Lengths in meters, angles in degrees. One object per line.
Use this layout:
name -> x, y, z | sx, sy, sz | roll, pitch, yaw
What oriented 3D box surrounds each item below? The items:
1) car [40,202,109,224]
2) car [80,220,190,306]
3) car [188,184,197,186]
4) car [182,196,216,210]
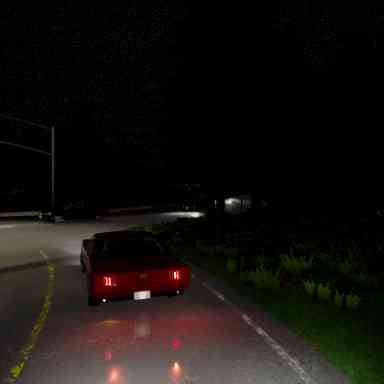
car -> -8.680, 1.492, 24.842 | 4.902, 1.511, 2.128 | 0, 0, -38
car -> -1.688, 1.601, 8.167 | 1.895, 1.301, 4.718 | 0, 0, -21
car -> 0.065, -1.820, 70.112 | 2.128, 1.511, 4.902 | 0, 5, -1
car -> 0.751, 1.127, 34.238 | 1.837, 1.490, 4.892 | 0, 4, 31
